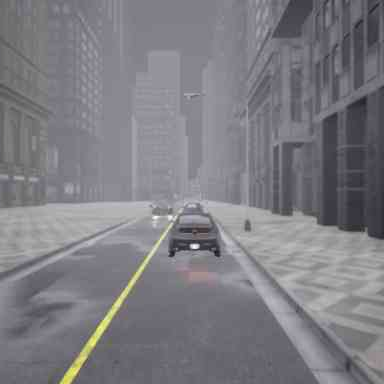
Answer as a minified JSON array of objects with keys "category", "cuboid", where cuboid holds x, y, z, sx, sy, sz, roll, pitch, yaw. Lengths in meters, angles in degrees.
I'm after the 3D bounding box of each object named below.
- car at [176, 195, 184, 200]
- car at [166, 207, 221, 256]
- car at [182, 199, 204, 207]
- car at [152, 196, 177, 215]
[{"category":"car","cuboid":[-2.999,1.648,78.141,2.150,2.045,5.566,0,-1,0]},{"category":"car","cuboid":[0.094,1.548,13.329,1.837,1.490,4.892,0,0,0]},{"category":"car","cuboid":[0.097,1.660,29.544,1.812,1.442,4.674,0,0,0]},{"category":"car","cuboid":[-3.093,1.536,36.091,2.097,1.767,4.553,0,-1,0]}]
